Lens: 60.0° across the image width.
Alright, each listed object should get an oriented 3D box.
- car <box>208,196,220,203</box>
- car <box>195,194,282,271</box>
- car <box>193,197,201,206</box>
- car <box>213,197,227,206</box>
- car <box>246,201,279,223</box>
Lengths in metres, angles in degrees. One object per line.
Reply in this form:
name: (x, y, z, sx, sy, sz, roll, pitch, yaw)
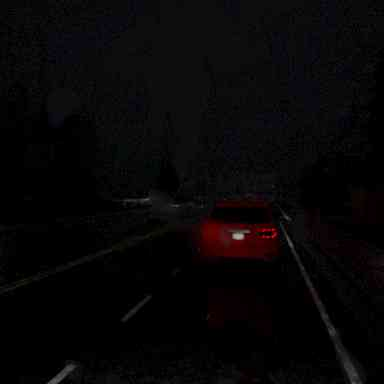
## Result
car: (4.928, 1.670, 74.109, 1.994, 1.385, 4.181, 0, 0, 12)
car: (1.820, 1.243, 11.317, 2.150, 2.045, 5.566, 0, 0, 13)
car: (1.486, 1.585, 58.845, 1.882, 1.535, 5.008, 0, 0, 13)
car: (4.910, 1.629, 58.116, 1.812, 1.442, 4.674, 0, 0, 13)
car: (5.811, 1.550, 26.960, 1.837, 1.490, 4.892, 0, 0, 21)
